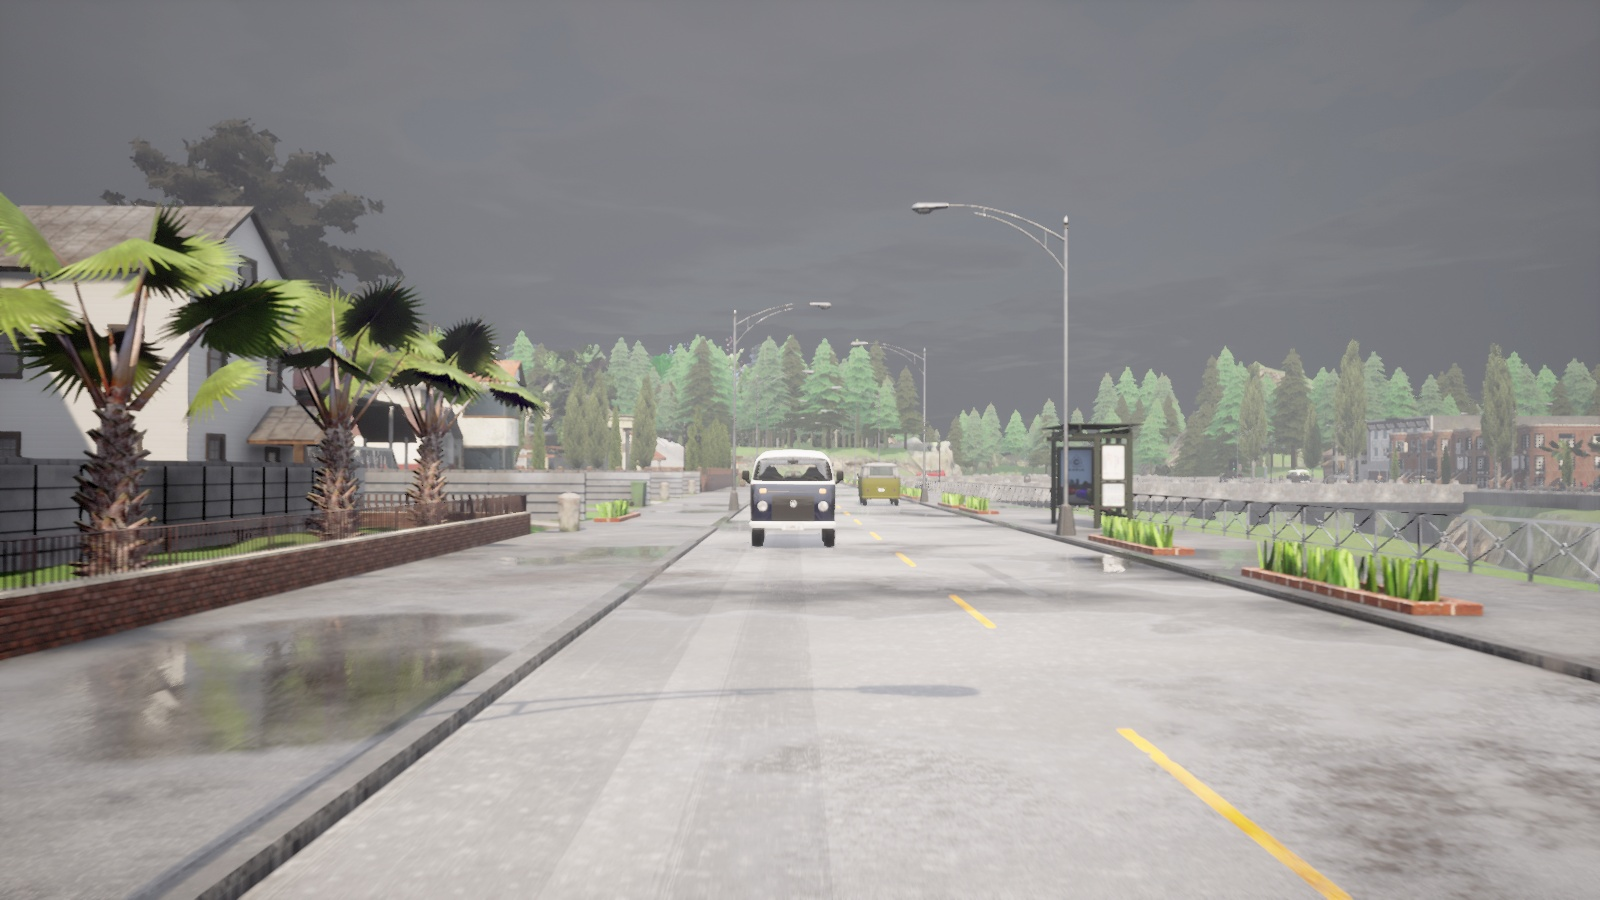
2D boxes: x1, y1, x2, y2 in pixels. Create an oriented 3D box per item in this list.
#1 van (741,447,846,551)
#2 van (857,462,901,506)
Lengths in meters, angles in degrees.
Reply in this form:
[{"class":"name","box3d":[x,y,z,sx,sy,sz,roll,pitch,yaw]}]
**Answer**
[{"class":"van","box3d":[-0.137,1.007,27.072,2.069,2.038,4.480,0,-1,0]},{"class":"van","box3d":[3.708,1.580,59.384,1.775,1.987,4.442,0,-1,0]}]
